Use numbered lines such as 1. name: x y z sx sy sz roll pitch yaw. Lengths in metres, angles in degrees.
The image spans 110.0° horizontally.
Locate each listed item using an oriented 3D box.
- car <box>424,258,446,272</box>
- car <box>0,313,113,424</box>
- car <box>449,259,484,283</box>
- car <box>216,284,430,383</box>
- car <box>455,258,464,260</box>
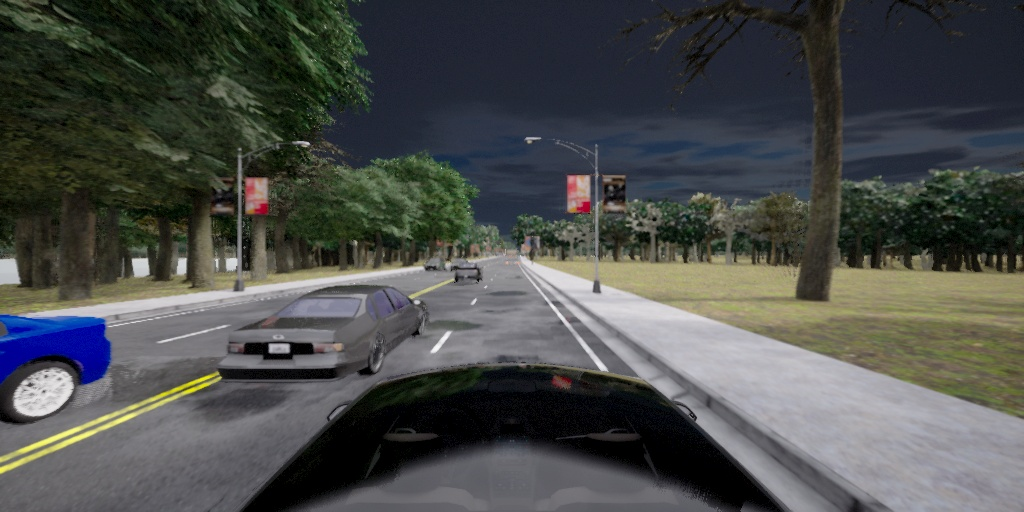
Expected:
1. car: -9.936 1.092 46.547 2.097 1.767 4.553 0 0 0
2. car: -6.603 1.228 2.916 1.882 1.535 5.008 0 0 0
3. car: -3.224 1.231 27.445 2.128 1.511 4.902 0 0 0
4. car: -3.156 1.295 7.366 2.033 1.411 5.357 0 0 0
5. car: -6.688 1.092 46.169 2.097 1.767 4.553 0 0 0
